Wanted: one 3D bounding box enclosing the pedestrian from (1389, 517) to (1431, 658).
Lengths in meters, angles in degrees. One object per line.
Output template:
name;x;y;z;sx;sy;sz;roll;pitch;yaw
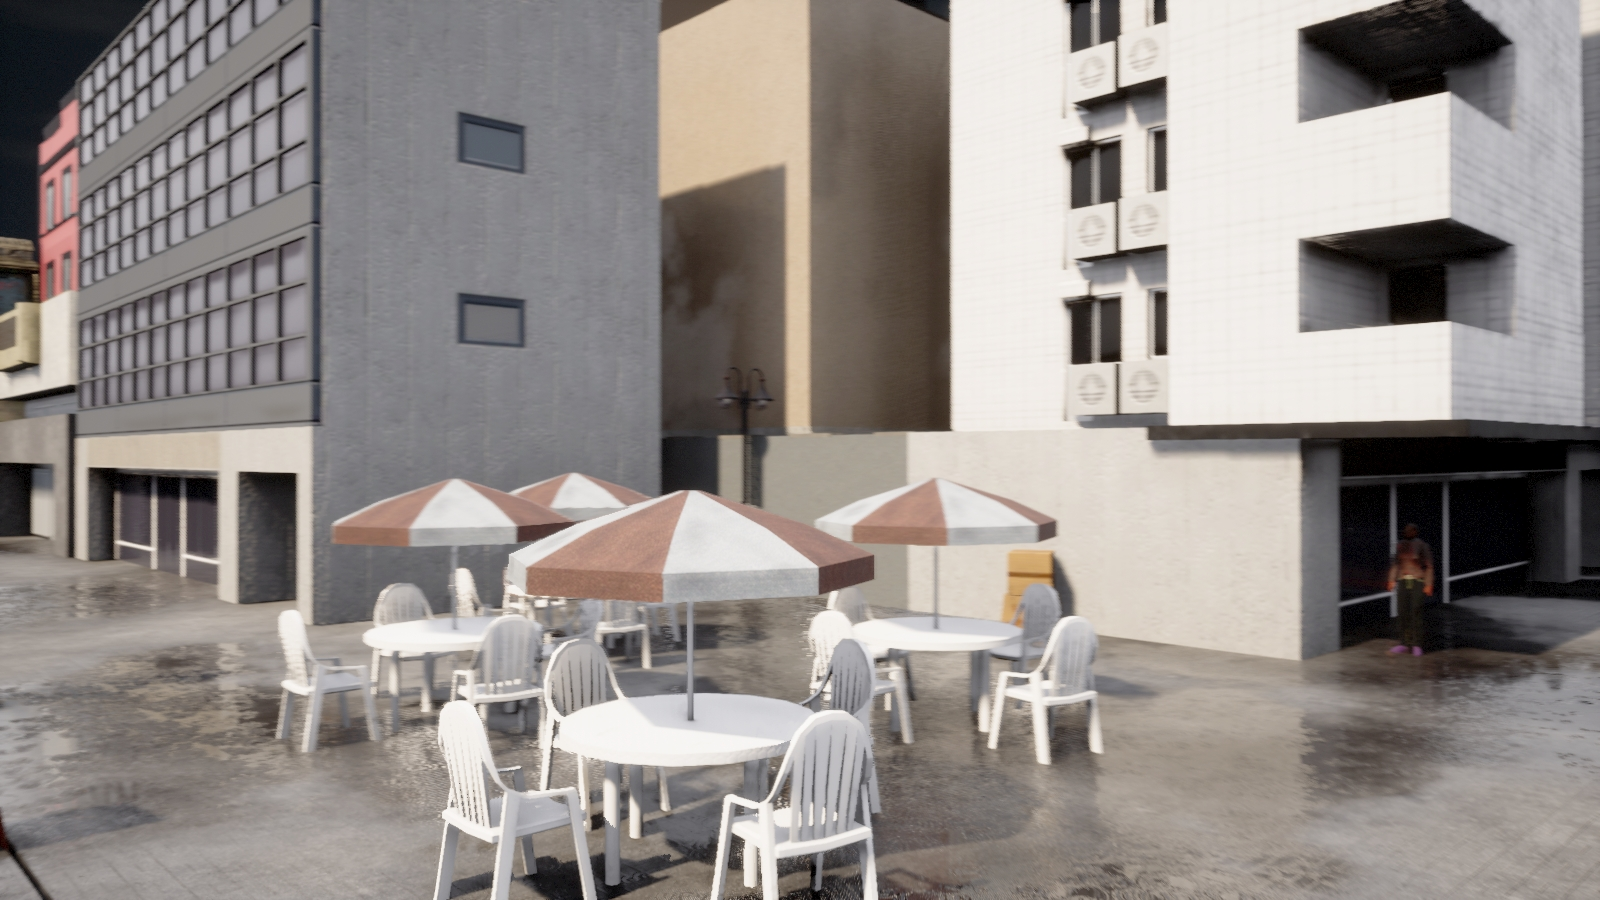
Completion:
pedestrian;8.271;1.849;15.495;0.375;1.860;0.375;0;0;-37
